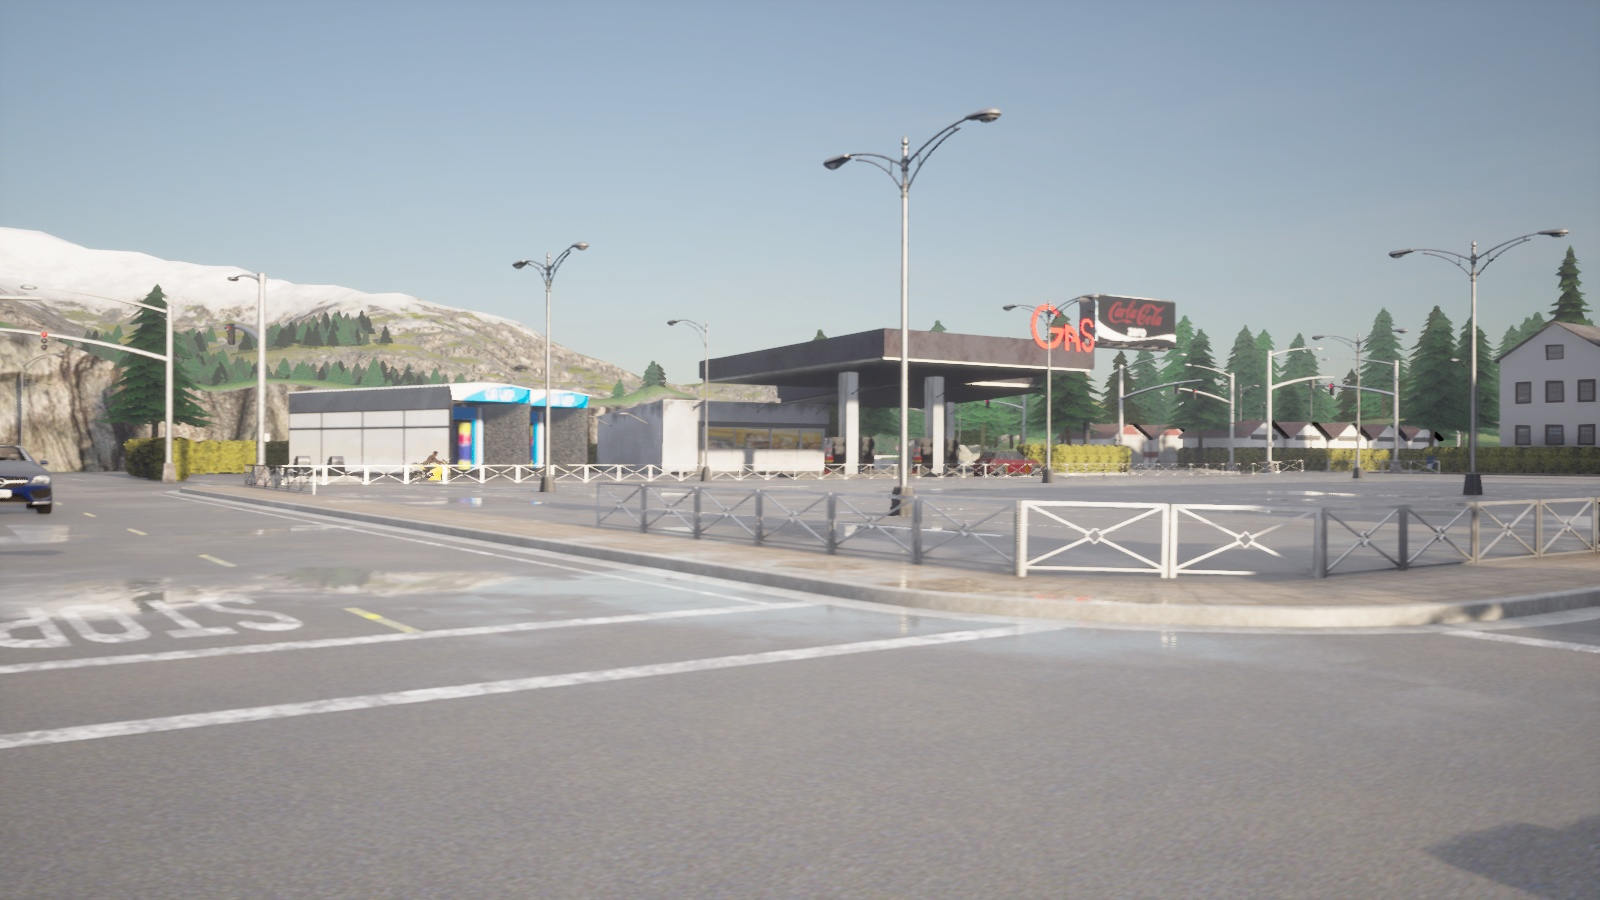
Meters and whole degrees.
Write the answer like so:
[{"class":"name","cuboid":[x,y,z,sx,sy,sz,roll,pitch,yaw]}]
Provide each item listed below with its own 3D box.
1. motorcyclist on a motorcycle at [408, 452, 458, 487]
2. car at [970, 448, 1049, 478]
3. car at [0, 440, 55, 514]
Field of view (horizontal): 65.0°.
[{"class":"motorcyclist on a motorcycle","cuboid":[-16.547,0.865,56.633,2.044,1.523,0.797,0,0,-35]},{"class":"car","cuboid":[12.826,0.790,76.830,4.553,1.767,2.097,0,0,-35]},{"class":"car","cuboid":[-19.233,0.600,29.904,2.152,1.651,5.027,0,0,-35]}]
